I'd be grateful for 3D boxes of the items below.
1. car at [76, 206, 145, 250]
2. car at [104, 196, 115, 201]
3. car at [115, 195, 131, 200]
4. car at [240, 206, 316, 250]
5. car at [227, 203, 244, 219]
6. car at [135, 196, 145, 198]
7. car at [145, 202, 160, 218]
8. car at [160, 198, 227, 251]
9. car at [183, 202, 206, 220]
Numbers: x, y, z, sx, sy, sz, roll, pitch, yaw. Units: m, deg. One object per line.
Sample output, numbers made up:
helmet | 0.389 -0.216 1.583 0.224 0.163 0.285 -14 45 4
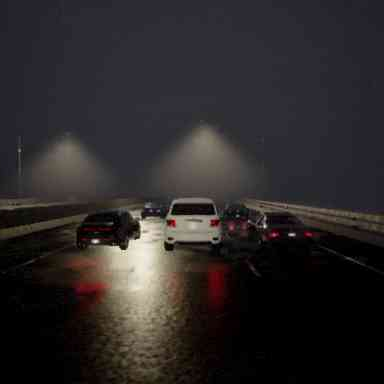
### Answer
car | -3.437 1.521 14.341 1.837 1.490 4.892 0 0 0
car | -19.232 1.675 78.150 1.994 1.385 4.181 0 0 3
car | -15.734 1.478 78.017 2.097 1.767 4.553 0 0 3
car | 3.563 1.567 14.281 2.033 1.411 5.357 0 0 0
car | 3.754 1.640 29.205 1.895 1.301 4.718 0 0 1
car | -12.239 1.600 77.823 1.882 1.535 5.008 0 0 3
car | -3.245 1.587 29.294 2.033 1.411 5.357 0 0 1
car | 0.063 1.262 14.341 2.150 2.045 5.566 0 0 0
car | 0.255 1.640 29.265 1.895 1.301 4.718 0 0 1
